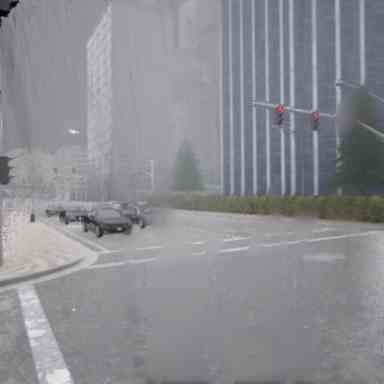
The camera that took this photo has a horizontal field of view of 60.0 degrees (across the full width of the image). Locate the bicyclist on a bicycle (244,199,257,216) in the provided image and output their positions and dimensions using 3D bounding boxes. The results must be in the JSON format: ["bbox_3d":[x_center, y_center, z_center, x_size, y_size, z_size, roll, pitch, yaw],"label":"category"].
[{"bbox_3d":[5.643,1.485,31.999,1.656,1.620,0.582,-1,0,-30],"label":"bicyclist on a bicycle"}]

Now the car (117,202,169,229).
[{"bbox_3d":[-3.356,1.724,23.673,2.128,1.511,4.902,0,0,-30],"label":"car"}]

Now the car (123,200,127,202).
[{"bbox_3d":[-10.287,1.949,42.696,1.812,1.442,4.674,0,0,-31],"label":"car"}]

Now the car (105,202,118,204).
[{"bbox_3d":[-8.276,1.884,32.056,2.033,1.411,5.357,0,0,-30],"label":"car"}]

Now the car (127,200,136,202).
[{"bbox_3d":[-9.084,1.931,47.612,2.128,1.511,4.902,0,0,-32],"label":"car"}]

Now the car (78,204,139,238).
[{"bbox_3d":[-5.096,1.705,19.727,1.882,1.535,5.008,0,0,-30],"label":"car"}]

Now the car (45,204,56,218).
[{"bbox_3d":[-14.642,1.994,36.039,1.994,1.385,4.181,0,0,-30],"label":"car"}]

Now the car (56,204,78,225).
[{"bbox_3d":[-9.648,1.888,27.469,1.994,1.385,4.181,0,0,-31],"label":"car"}]
